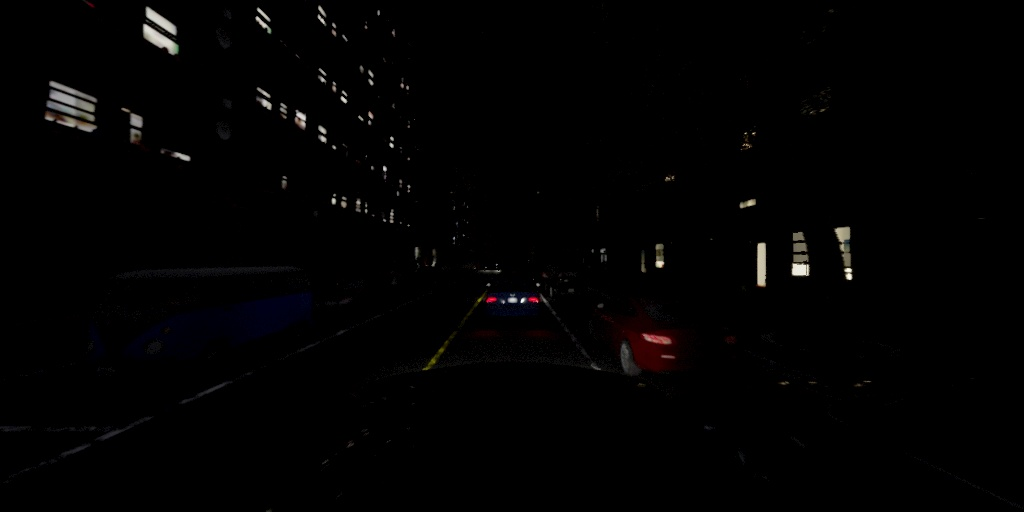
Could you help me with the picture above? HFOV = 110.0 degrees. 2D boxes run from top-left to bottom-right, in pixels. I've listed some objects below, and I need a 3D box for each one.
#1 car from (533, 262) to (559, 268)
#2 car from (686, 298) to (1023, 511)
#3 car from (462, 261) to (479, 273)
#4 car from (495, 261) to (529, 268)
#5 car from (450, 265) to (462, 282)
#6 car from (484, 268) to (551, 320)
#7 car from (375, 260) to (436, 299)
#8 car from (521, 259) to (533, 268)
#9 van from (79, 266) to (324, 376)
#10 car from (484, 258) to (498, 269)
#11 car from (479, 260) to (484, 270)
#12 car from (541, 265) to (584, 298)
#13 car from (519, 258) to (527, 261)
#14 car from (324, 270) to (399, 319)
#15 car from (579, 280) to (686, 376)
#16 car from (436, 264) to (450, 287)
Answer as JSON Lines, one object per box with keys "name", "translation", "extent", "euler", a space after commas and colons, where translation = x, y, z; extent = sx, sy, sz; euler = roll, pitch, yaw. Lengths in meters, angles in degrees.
{"name": "car", "translation": [2.691, 1.252, 24.213], "extent": [1.967, 1.591, 4.097], "euler": [0, 0, 0]}
{"name": "car", "translation": [2.690, 1.189, 1.427], "extent": [1.967, 1.591, 4.097], "euler": [0, 0, 0]}
{"name": "car", "translation": [-5.689, 1.418, 46.833], "extent": [1.751, 1.417, 4.829], "euler": [0, 0, 0]}
{"name": "car", "translation": [0.044, 1.372, 27.842], "extent": [2.033, 1.411, 5.357], "euler": [0, 0, 1]}
{"name": "car", "translation": [-5.689, 1.382, 29.912], "extent": [2.007, 1.370, 4.403], "euler": [0, 0, 0]}
{"name": "car", "translation": [0.043, 1.326, 12.810], "extent": [2.033, 1.411, 5.357], "euler": [0, 0, 1]}
{"name": "car", "translation": [-5.690, 1.109, 18.519], "extent": [2.192, 1.841, 5.009], "euler": [0, 0, 0]}
{"name": "car", "translation": [2.693, 1.463, 52.697], "extent": [2.007, 1.370, 4.403], "euler": [0, 0, 0]}
{"name": "van", "translation": [-5.690, 1.104, 7.126], "extent": [1.690, 1.789, 3.998], "euler": [0, 0, 0]}
{"name": "car", "translation": [-3.065, 1.276, 55.515], "extent": [2.097, 1.767, 4.553], "euler": [0, 0, 0]}
{"name": "car", "translation": [-5.688, 1.459, 52.700], "extent": [1.888, 1.381, 4.507], "euler": [0, 0, 0]}
{"name": "car", "translation": [2.691, 1.345, 18.517], "extent": [2.007, 1.370, 4.403], "euler": [0, 0, 0]}
{"name": "car", "translation": [2.693, 1.504, 64.088], "extent": [1.888, 1.381, 4.507], "euler": [0, 0, 0]}
{"name": "car", "translation": [-5.690, 1.360, 12.822], "extent": [1.802, 1.307, 4.207], "euler": [0, 0, 0]}
{"name": "car", "translation": [2.691, 1.345, 7.124], "extent": [1.802, 1.307, 4.207], "euler": [0, 0, 0]}
{"name": "car", "translation": [-5.689, 1.378, 24.216], "extent": [1.948, 1.339, 4.313], "euler": [0, 0, 0]}
